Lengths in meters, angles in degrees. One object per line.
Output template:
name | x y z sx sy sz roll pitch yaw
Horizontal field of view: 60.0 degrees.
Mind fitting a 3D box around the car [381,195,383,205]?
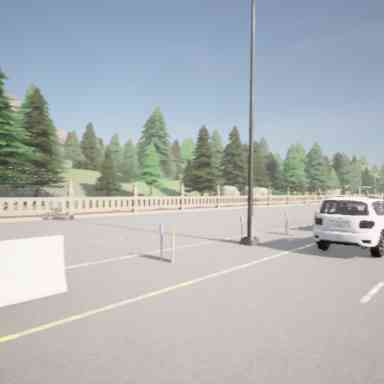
car | 37.117 1.457 62.205 2.097 1.767 4.553 1 0 42

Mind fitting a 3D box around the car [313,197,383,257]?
car | 6.764 1.220 13.297 2.150 2.045 5.566 1 1 41

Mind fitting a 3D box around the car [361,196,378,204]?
car | 34.513 1.553 64.547 1.837 1.490 4.892 1 0 42
